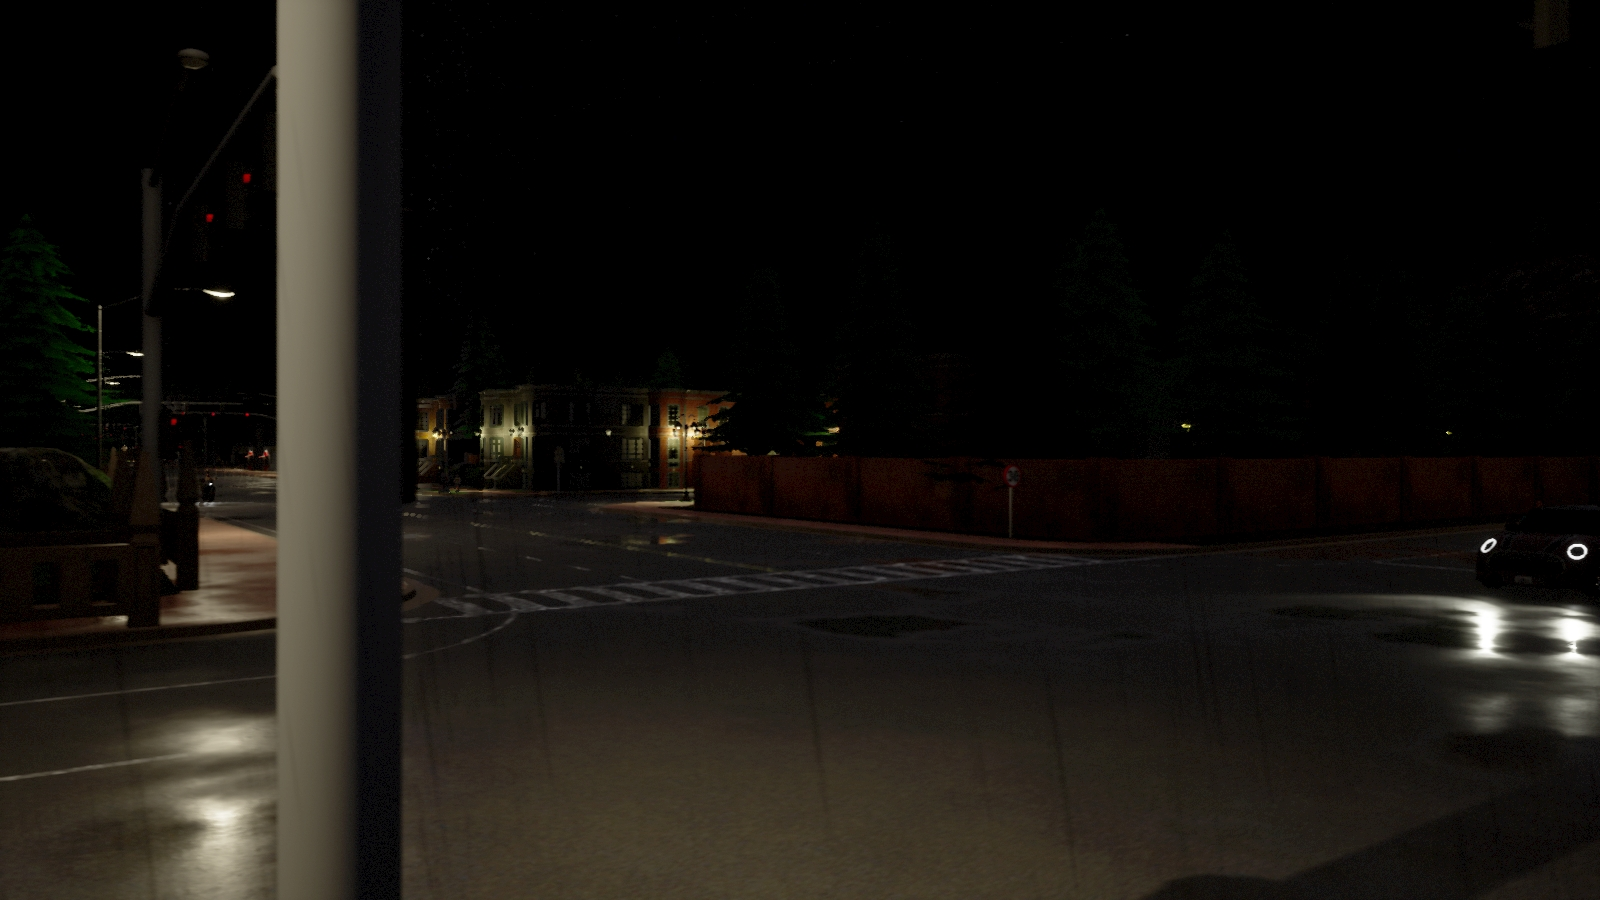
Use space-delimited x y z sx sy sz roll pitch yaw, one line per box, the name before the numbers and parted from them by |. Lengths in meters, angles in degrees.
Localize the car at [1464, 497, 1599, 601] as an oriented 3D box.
car | 15.813 1.925 23.423 4.553 1.767 2.097 0 0 -35
